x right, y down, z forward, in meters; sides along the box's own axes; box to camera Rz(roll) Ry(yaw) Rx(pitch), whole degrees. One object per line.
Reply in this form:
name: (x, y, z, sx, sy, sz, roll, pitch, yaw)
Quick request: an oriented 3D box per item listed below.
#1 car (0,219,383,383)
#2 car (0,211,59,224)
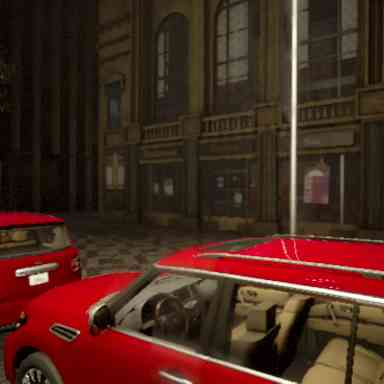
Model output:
car: (0.540, 1.306, 2.694, 5.009, 1.841, 2.192, 1, 0, 35)
car: (-4.052, 1.259, 5.966, 5.009, 1.841, 2.192, 1, 0, 35)
